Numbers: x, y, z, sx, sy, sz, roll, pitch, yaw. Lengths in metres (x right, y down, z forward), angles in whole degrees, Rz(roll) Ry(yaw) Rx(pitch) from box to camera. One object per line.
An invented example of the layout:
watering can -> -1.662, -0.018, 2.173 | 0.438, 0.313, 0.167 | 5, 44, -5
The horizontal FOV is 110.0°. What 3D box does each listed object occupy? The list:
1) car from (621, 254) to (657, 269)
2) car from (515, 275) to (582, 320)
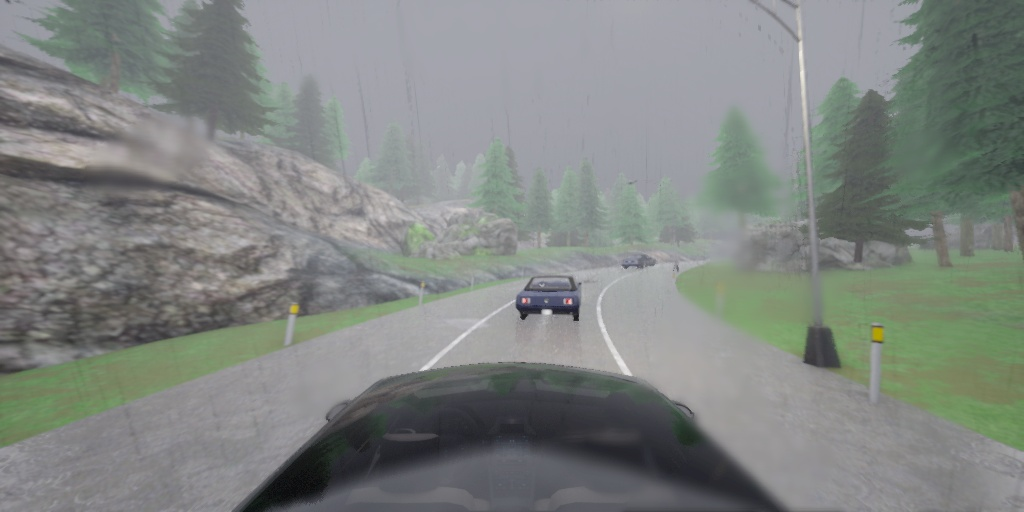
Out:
car -> 12.628, 0.512, 35.517 | 2.033, 1.411, 5.357 | -4, 0, 40
car -> 1.465, 1.291, 12.451 | 1.895, 1.301, 4.718 | -1, 1, 12
